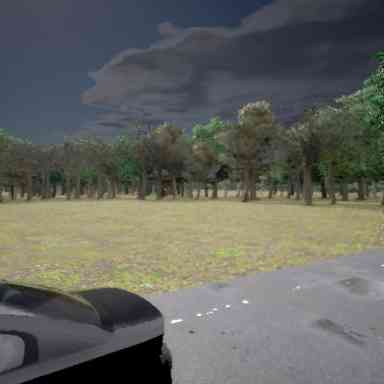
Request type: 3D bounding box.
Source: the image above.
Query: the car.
[{"bbox_3d":[-2.510,1.477,2.201,5.008,1.535,1.882,0,0,-35],"label":"car"}]
